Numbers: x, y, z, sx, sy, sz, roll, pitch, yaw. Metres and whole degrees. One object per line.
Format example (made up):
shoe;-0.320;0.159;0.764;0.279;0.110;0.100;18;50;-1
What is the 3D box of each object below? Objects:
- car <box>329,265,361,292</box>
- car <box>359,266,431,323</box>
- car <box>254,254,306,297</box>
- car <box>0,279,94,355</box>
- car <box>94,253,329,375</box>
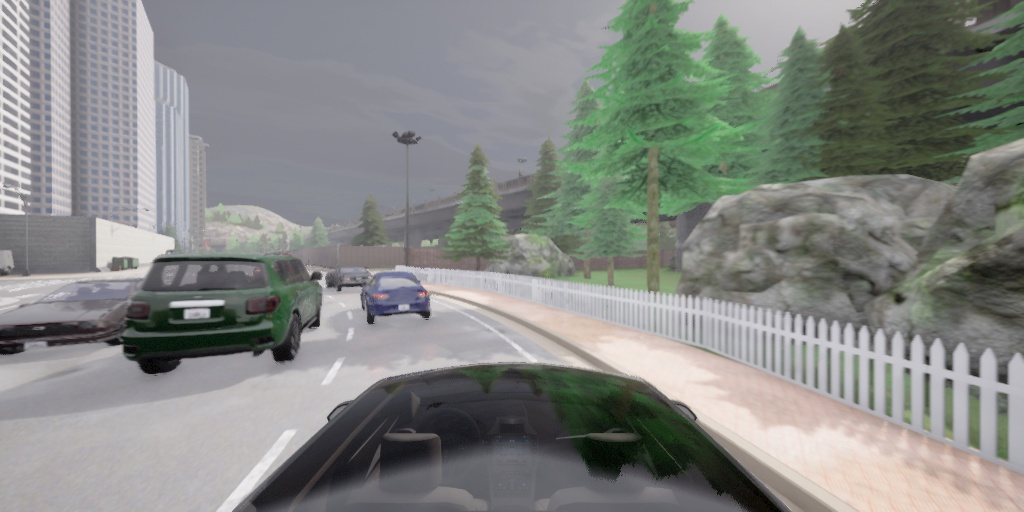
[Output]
car;-9.489;1.228;20.883;2.033;1.411;5.357;0;0;-36
car;-3.951;1.235;11.966;1.812;1.442;4.674;0;1;-25
car;-13.180;0.919;20.167;2.150;2.045;5.566;0;0;-36
car;-10.237;1.292;9.150;2.033;1.411;5.357;0;0;-27
car;-5.659;0.956;7.883;2.150;2.045;5.566;0;0;-21
